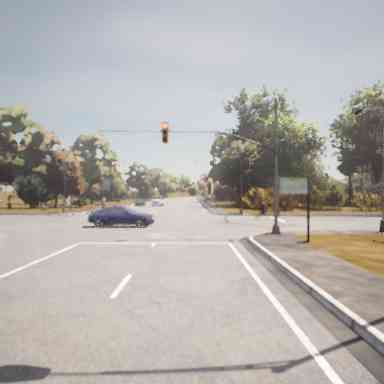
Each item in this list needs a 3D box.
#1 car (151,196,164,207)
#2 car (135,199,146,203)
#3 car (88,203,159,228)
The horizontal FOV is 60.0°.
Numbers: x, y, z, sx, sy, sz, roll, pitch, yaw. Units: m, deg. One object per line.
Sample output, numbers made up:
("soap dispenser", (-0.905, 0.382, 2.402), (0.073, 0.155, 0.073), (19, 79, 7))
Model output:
("car", (-6.996, 1.870, 67.565), (2.150, 2.045, 5.566), (0, 0, 0))
("car", (-10.496, 2.147, 67.519), (1.837, 1.490, 4.892), (0, 0, 0))
("car", (-4.991, 1.743, 23.585), (4.674, 1.442, 1.812), (0, -1, 3))
